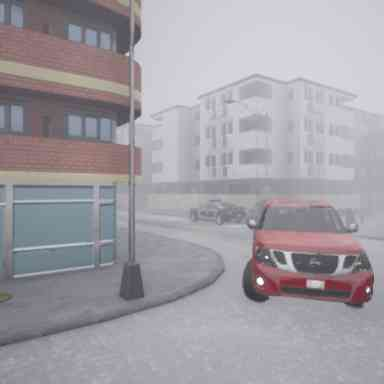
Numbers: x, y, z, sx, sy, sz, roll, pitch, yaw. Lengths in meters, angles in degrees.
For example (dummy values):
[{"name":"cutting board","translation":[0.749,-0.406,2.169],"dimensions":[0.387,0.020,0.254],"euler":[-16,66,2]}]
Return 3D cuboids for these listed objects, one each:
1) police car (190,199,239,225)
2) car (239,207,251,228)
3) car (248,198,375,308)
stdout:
[{"name":"police car","translation":[1.657,1.374,24.217],"dimensions":[1.930,1.638,5.238],"euler":[-5,3,-35]},{"name":"car","translation":[5.165,1.474,19.214],"dimensions":[1.812,1.442,4.674],"euler":[-5,3,-35]},{"name":"car","translation":[2.645,1.221,8.401],"dimensions":[2.150,2.045,5.566],"euler":[2,0,11]}]
